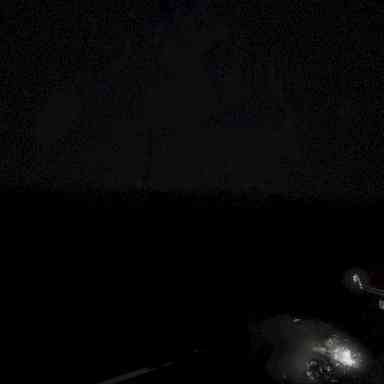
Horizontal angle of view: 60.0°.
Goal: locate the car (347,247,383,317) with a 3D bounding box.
[{"bbox_3d":[5.016,1.573,6.630,4.674,1.442,1.812,1,0,-35],"label":"car"}]
